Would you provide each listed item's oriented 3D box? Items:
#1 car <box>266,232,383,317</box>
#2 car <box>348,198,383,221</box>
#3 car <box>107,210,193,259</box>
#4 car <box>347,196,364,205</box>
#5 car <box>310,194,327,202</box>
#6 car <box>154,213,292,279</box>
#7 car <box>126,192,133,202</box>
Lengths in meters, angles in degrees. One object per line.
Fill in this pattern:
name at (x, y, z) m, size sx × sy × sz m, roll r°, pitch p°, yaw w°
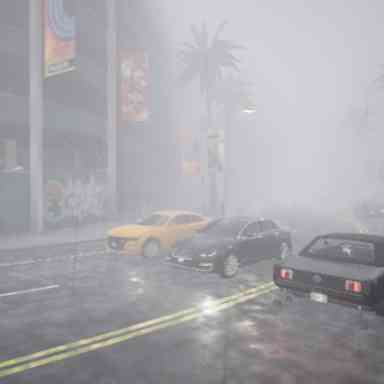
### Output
car at (3.829, 1.587, 7.515) m, size 1.895 × 1.301 × 4.718 m, roll 0°, pitch 0°, yaw 45°
car at (14.239, 1.491, 26.342) m, size 2.033 × 1.411 × 5.357 m, roll 0°, pitch 0°, yaw 13°
car at (-0.912, 1.486, 12.918) m, size 1.882 × 1.535 × 5.008 m, roll 0°, pitch 0°, yaw 43°
car at (25.758, 1.379, 52.104) m, size 2.231 × 1.521 × 4.892 m, roll 0°, pitch 0°, yaw 10°
car at (31.027, 1.235, 81.003) m, size 2.185 × 1.767 × 4.553 m, roll 0°, pitch 0°, yaw 10°
car at (1.378, 1.505, 10.287) m, size 1.837 × 1.490 × 4.892 m, roll 0°, pitch 0°, yaw 43°
car at (-9.926, 1.087, 50.964) m, size 2.435 × 2.045 × 5.566 m, roll 0°, pitch 0°, yaw 10°
